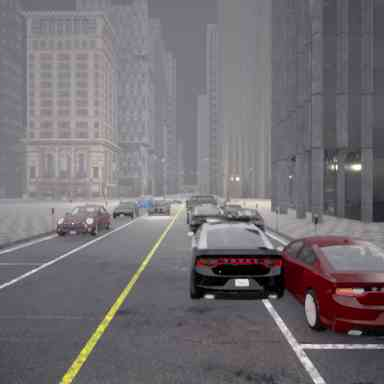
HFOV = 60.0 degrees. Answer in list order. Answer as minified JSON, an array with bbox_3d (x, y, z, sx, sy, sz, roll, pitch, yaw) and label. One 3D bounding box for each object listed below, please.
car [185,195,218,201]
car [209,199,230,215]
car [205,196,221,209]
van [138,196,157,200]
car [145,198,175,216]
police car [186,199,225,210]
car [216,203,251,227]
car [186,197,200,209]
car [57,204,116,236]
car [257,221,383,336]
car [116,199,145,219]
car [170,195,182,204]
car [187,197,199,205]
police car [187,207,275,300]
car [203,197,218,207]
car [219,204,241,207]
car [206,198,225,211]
[{"bbox_3d":[0.725,1.212,24.486,2.150,2.045,5.566,0,0,0],"label":"car"},{"bbox_3d":[2.830,1.505,35.090,1.752,1.417,4.829,0,0,0],"label":"car"},{"bbox_3d":[2.852,1.408,46.202,1.967,1.590,4.097,0,0,0],"label":"car"},{"bbox_3d":[-5.685,1.315,40.576,1.690,1.788,3.998,0,0,0],"label":"van"},{"bbox_3d":[-3.030,1.547,31.896,1.994,1.385,4.181,0,0,0],"label":"car"},{"bbox_3d":[0.809,1.418,18.538,1.930,1.638,5.238,0,0,-2],"label":"police car"},{"bbox_3d":[2.807,1.555,23.638,1.947,1.339,4.313,0,0,0],"label":"car"},{"bbox_3d":[0.122,1.473,45.535,1.837,1.490,4.892,0,0,1],"label":"car"},{"bbox_3d":[-5.730,1.433,18.012,1.967,1.590,4.097,0,0,0],"label":"car"},{"bbox_3d":[2.773,1.543,6.717,1.887,1.381,4.507,0,0,0],"label":"car"},{"bbox_3d":[-5.707,1.551,29.295,1.947,1.339,4.313,0,0,0],"label":"car"},{"bbox_3d":[-2.882,1.303,59.328,2.097,1.767,4.553,0,0,0],"label":"car"},{"bbox_3d":[0.116,1.517,58.096,1.994,1.385,4.181,0,0,0],"label":"car"},{"bbox_3d":[0.904,1.424,8.566,1.930,1.638,5.238,0,0,0],"label":"police car"},{"bbox_3d":[2.864,1.512,51.843,2.008,1.369,4.403,0,0,0],"label":"car"},{"bbox_3d":[2.796,1.544,17.998,2.008,1.369,4.403,0,0,0],"label":"car"},{"bbox_3d":[2.841,1.525,40.560,2.008,1.369,4.403,0,0,0],"label":"car"}]
